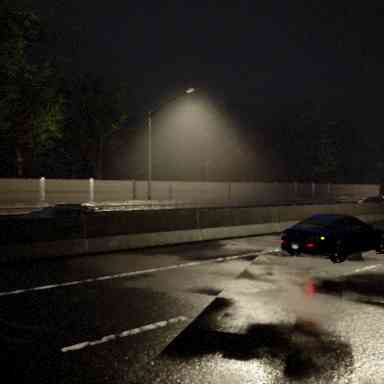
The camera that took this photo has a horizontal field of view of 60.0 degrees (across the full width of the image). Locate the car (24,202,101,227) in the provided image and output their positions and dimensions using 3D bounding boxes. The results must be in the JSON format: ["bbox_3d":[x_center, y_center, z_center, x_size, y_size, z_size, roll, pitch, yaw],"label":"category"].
[{"bbox_3d":[-9.029,1.525,23.364,4.674,1.442,1.812,0,0,-36],"label":"car"}]

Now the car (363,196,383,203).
[{"bbox_3d":[27.230,1.395,49.280,5.008,1.535,1.882,0,0,-36],"label":"car"}]

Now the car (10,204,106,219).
[{"bbox_3d":[-6.498,1.526,16.564,4.674,1.442,1.812,0,0,-36],"label":"car"}]

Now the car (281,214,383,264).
[{"bbox_3d":[5.081,1.494,11.704,4.674,1.442,1.812,0,0,-36],"label":"car"}]
